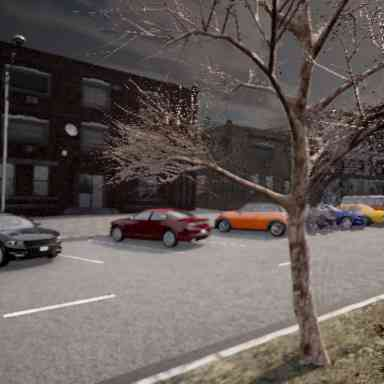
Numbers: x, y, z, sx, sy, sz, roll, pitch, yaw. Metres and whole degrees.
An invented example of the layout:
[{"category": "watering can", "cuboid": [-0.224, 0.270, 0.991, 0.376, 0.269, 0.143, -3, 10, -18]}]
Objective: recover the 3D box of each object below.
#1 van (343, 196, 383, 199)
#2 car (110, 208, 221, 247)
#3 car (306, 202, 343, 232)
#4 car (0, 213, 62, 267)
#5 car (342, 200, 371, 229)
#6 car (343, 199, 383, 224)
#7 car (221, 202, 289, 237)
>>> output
[{"category": "van", "cuboid": [13.647, 1.259, 24.817, 4.442, 1.987, 1.878, -1, -1, 37]}, {"category": "car", "cuboid": [-1.539, 1.471, 14.868, 5.008, 1.535, 2.097, -1, -1, 35]}, {"category": "car", "cuboid": [5.987, 1.480, 19.924, 4.892, 1.521, 2.231, -1, -1, 36]}, {"category": "car", "cuboid": [-6.506, 1.466, 11.435, 5.008, 1.535, 2.097, -1, -1, 35]}, {"category": "car", "cuboid": [8.496, 1.481, 21.603, 5.008, 1.535, 2.097, -1, -1, 37]}, {"category": "car", "cuboid": [10.872, 1.483, 23.349, 5.366, 1.575, 1.946, -1, -1, 37]}, {"category": "car", "cuboid": [3.479, 1.350, 18.243, 4.553, 1.767, 2.185, -1, -1, 36]}]
